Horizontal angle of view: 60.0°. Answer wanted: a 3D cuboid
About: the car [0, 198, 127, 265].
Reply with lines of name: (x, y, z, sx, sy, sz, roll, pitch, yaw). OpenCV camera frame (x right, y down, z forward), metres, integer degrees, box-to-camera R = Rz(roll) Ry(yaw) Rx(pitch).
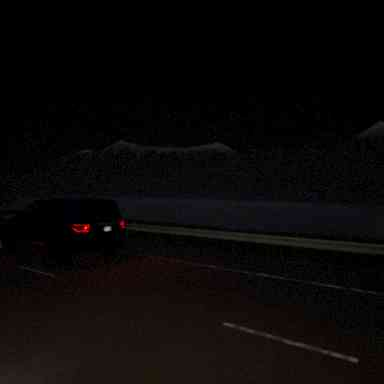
car: (-4.765, 1.232, 12.017, 5.566, 2.045, 2.150, 0, 0, 37)
